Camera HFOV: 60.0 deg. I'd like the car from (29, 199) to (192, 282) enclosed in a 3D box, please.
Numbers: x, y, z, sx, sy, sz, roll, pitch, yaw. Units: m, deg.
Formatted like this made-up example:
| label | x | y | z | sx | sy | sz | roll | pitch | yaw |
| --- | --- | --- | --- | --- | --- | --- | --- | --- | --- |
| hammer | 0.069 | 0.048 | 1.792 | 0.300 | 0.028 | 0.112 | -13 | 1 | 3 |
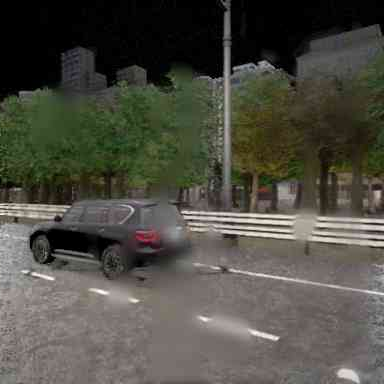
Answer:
| label | x | y | z | sx | sy | sz | roll | pitch | yaw |
| --- | --- | --- | --- | --- | --- | --- | --- | --- | --- |
| car | -2.604 | 1.221 | 10.032 | 5.566 | 2.045 | 2.150 | 0 | 0 | 36 |
